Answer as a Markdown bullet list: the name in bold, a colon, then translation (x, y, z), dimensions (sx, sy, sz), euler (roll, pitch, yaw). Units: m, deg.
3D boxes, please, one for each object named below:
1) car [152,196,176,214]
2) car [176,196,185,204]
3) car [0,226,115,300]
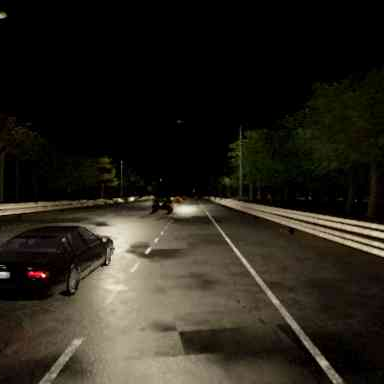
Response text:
- **car**: translation (-3.421, 1.475, 39.356), dimensions (2.150, 2.045, 5.566), euler (0, 0, 0)
- **car**: translation (-3.298, 1.967, 76.530), dimensions (1.882, 1.535, 5.008), euler (0, 0, 0)
- **car**: translation (-3.497, 1.604, 8.674), dimensions (2.033, 1.411, 5.357), euler (0, 0, 0)
